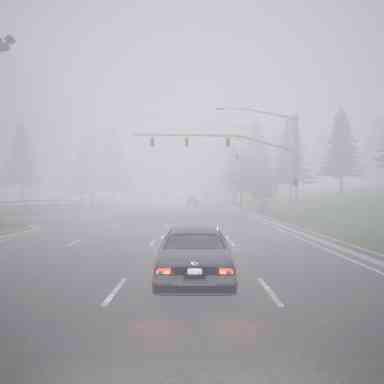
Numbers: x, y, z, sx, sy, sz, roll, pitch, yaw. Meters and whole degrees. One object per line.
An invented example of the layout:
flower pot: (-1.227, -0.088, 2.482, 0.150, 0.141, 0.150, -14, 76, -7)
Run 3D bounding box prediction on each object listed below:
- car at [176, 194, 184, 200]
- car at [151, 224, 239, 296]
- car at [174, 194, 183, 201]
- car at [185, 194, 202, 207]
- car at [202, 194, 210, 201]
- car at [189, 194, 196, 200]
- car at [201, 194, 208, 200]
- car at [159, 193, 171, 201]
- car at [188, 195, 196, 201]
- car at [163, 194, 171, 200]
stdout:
car: (-3.453, 1.358, 93.904, 2.128, 1.511, 4.902, 0, 0, 0)
car: (0.071, 1.547, 8.800, 2.033, 1.411, 5.357, 0, 0, 0)
car: (-3.458, 1.517, 83.901, 1.812, 1.442, 4.674, 0, 0, 0)
car: (0.024, 1.352, 52.839, 2.097, 1.767, 4.553, 0, 0, 0)
car: (3.542, 1.492, 83.481, 1.837, 1.490, 4.892, 0, 0, 0)
car: (0.047, 1.310, 93.902, 1.882, 1.535, 5.008, 0, 0, 0)
car: (3.547, 1.310, 93.901, 1.882, 1.535, 5.008, 0, 0, 0)
car: (-6.958, 1.217, 83.516, 2.150, 2.045, 5.566, 0, 0, 0)
car: (0.042, 1.531, 83.482, 2.033, 1.411, 5.357, 0, 0, 0)
car: (-6.953, 1.385, 93.906, 1.994, 1.385, 4.181, 0, 0, 0)
